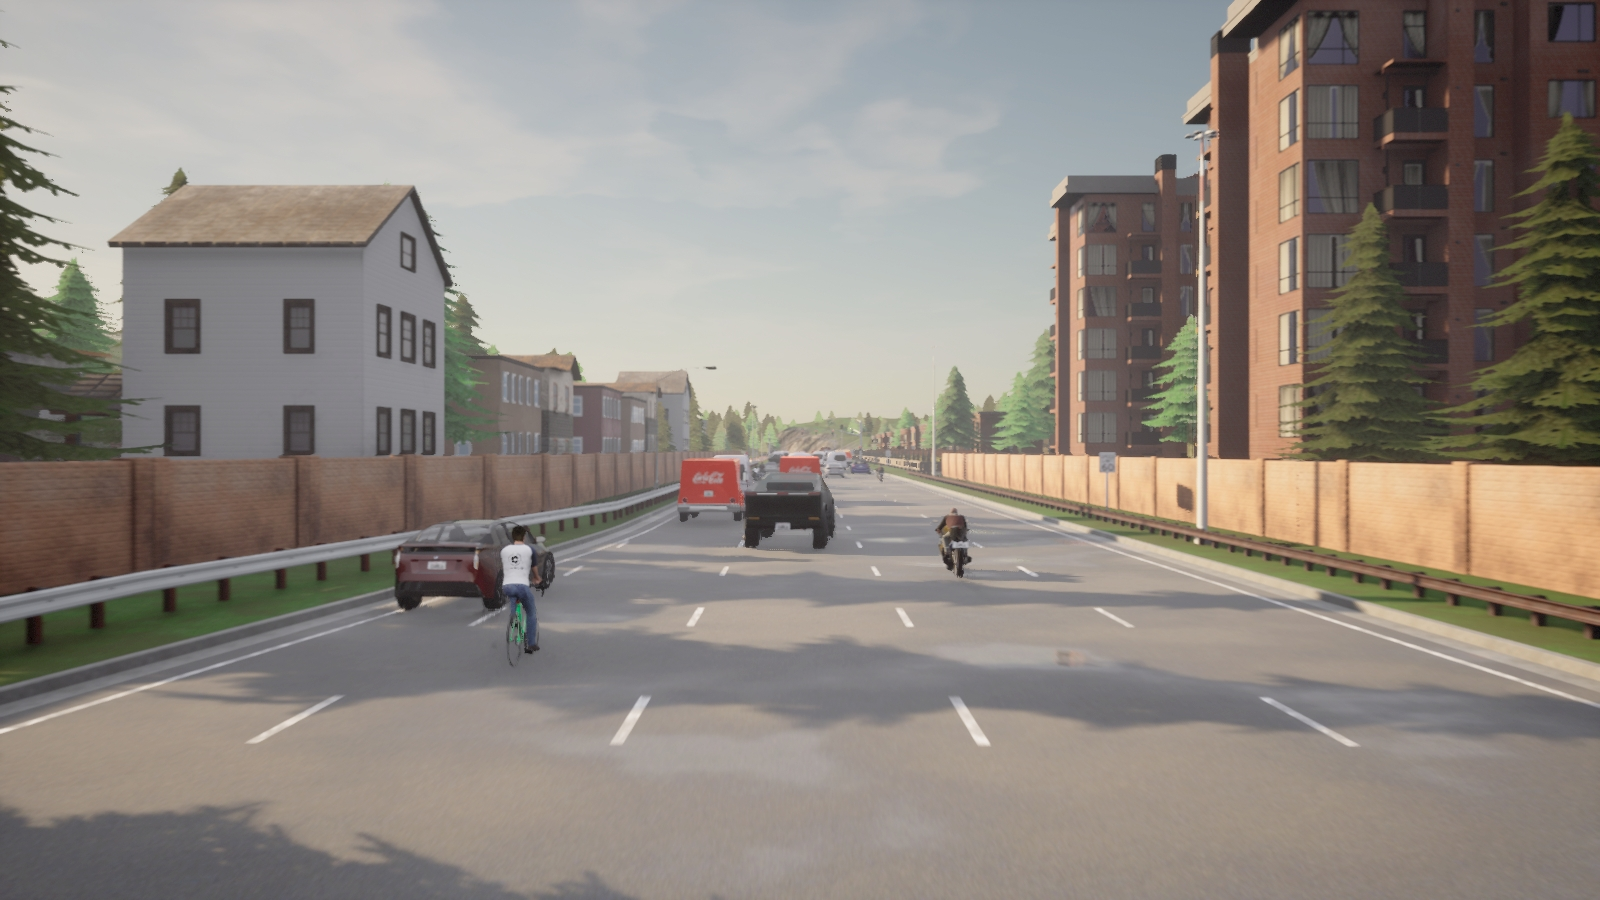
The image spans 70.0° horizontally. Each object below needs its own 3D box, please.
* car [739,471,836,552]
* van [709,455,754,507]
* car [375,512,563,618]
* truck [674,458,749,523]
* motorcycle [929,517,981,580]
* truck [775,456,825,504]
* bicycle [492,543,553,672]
[{"bbox_3d":[-0.235,1.753,34.484,2.390,2.098,6.274,0,0,4],"label":"car"},{"bbox_3d":[-3.504,1.535,59.560,1.988,2.561,5.915,0,0,0],"label":"van"},{"bbox_3d":[-6.011,2.040,21.389,2.007,1.525,4.514,0,0,3],"label":"car"},{"bbox_3d":[-3.499,1.569,46.303,2.627,2.467,5.204,0,0,0],"label":"truck"},{"bbox_3d":[3.500,2.205,25.971,0.867,1.251,2.209,0,0,0],"label":"motorcycle"},{"bbox_3d":[0.000,1.570,62.023,2.627,2.467,5.204,0,0,0],"label":"truck"},{"bbox_3d":[-3.671,2.056,15.218,0.373,1.496,1.643,-1,-1,0],"label":"bicycle"}]
